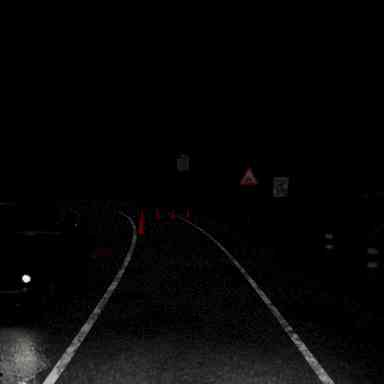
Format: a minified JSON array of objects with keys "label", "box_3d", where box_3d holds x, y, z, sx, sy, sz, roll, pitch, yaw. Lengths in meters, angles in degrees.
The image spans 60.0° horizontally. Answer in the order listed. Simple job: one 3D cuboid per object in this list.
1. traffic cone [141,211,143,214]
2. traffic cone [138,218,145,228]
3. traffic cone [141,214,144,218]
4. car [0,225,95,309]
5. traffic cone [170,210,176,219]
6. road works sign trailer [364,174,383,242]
[{"label":"traffic cone","box_3d":[-2.963,1.557,19.710,0.340,0.580,0.340,-1,2,-8]},{"label":"traffic cone","box_3d":[-2.415,1.661,15.749,0.340,0.580,0.340,-1,2,-8]},{"label":"traffic cone","box_3d":[-2.689,1.610,17.730,0.340,0.580,0.340,-1,2,-8]},{"label":"car","box_3d":[-3.697,1.521,7.757,1.895,1.301,4.718,0,1,-4]},{"label":"traffic cone","box_3d":[-1.264,1.453,21.954,0.340,0.580,0.340,-1,2,-7]},{"label":"road works sign trailer","box_3d":[7.390,0.813,10.801,2.380,2.880,3.560,43,2,-1]}]
